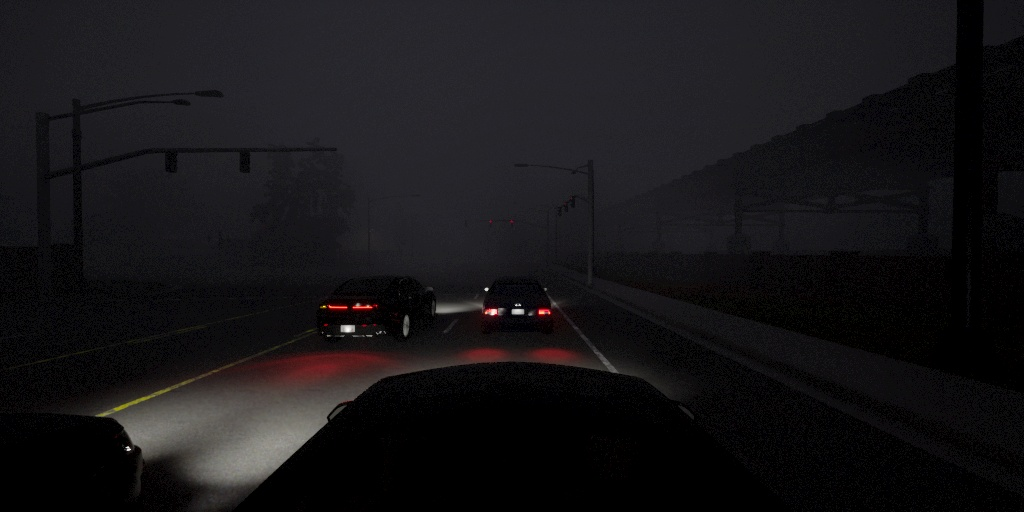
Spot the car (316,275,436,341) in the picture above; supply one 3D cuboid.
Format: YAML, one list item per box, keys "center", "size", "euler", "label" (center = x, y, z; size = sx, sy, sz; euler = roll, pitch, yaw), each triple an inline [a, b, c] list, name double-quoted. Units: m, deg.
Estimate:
- center: [-3.383, 1.255, 9.820]
  size: [1.837, 1.490, 4.892]
  euler: [0, 0, 0]
  label: "car"

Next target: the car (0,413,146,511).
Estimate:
- center: [-3.403, 1.252, 0.371]
  size: [1.837, 1.490, 4.892]
  euler: [0, 0, 0]
  label: "car"

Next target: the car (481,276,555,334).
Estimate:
- center: [0.122, 1.301, 10.586]
  size: [2.033, 1.411, 5.357]
  euler: [0, 0, 0]
  label: "car"
